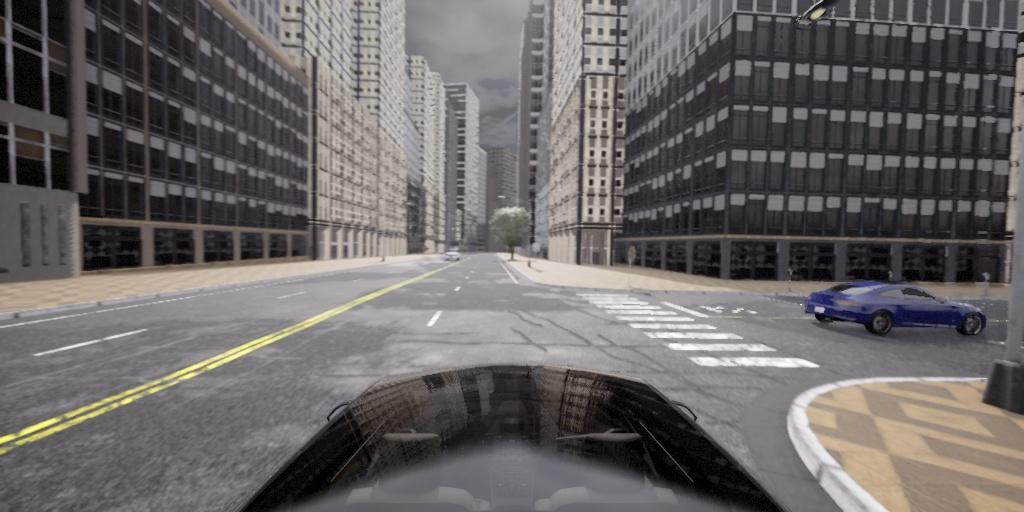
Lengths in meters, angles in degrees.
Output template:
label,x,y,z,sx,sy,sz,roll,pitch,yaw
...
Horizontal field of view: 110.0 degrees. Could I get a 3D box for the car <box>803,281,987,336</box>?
label,x,y,z,sx,sy,sz,roll,pitch,yaw
car,11.600,1.518,11.020,4.674,1.442,1.812,2,2,-4

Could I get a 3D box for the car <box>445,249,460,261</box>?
label,x,y,z,sx,sy,sz,roll,pitch,yaw
car,-10.204,-0.209,61.913,2.150,2.045,5.566,1,1,-3
